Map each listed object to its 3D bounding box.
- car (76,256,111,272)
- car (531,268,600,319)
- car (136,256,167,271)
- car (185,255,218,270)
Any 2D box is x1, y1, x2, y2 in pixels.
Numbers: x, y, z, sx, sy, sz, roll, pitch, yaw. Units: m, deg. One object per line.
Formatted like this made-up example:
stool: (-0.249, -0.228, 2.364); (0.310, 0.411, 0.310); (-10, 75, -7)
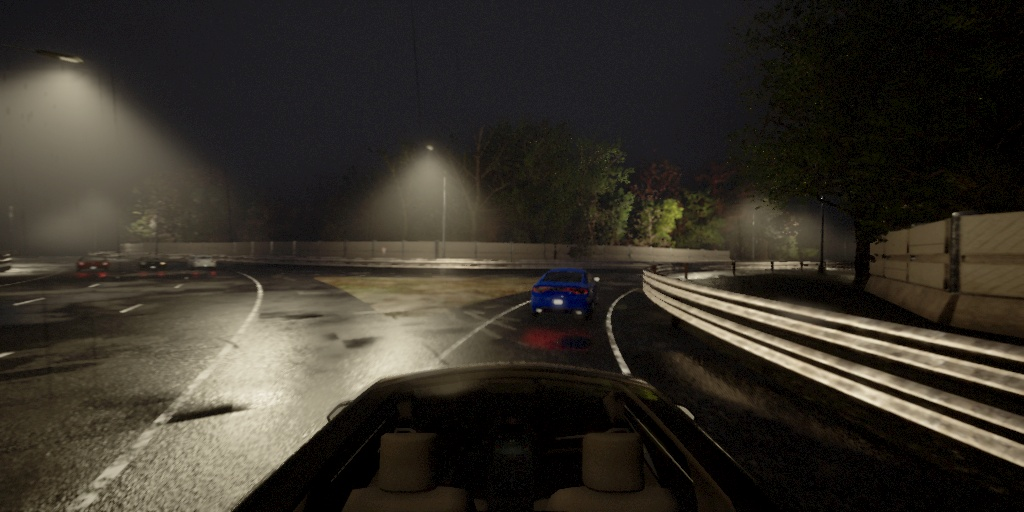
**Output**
car: (-36.557, 0.660, 31.358); (4.718, 1.301, 1.895); (1, 1, 41)
car: (2.020, 1.171, 12.764); (1.882, 1.535, 5.008); (0, 0, 16)
car: (-33.697, 0.681, 33.490); (4.718, 1.301, 1.895); (1, 1, 42)
car: (-30.593, 0.631, 35.345); (4.674, 1.442, 1.812); (1, 1, 42)
